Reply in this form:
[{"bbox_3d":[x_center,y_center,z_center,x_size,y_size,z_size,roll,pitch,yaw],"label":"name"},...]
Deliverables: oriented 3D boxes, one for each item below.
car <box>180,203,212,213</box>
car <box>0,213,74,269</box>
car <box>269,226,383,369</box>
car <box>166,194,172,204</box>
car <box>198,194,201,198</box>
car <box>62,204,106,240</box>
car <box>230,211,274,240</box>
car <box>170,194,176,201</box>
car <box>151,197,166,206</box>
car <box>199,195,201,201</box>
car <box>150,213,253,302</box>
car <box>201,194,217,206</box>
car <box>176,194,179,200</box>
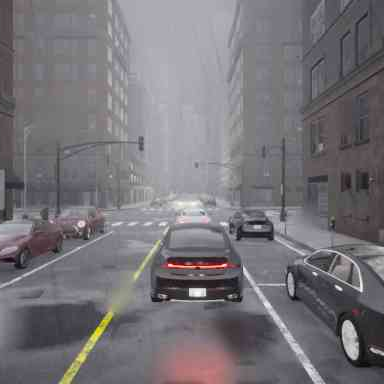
[{"bbox_3d":[0.084,1.526,17.373,1.812,1.442,4.674,0,0,-1],"label":"car"},{"bbox_3d":[-5.669,1.582,11.060,1.802,1.307,4.206,0,0,0],"label":"car"},{"bbox_3d":[2.856,1.550,5.558,2.008,1.369,4.403,0,0,0],"label":"car"},{"bbox_3d":[-5.608,1.604,64.482,2.008,1.369,4.403,0,0,0],"label":"car"},{"bbox_3d":[2.936,1.521,75.287,1.967,1.590,4.097,0,0,0],"label":"car"},{"bbox_3d":[-5.668,1.440,16.562,1.967,1.590,4.097,0,0,0],"label":"car"},{"bbox_3d":[2.857,1.566,16.561,1.947,1.339,4.313,0,0,0],"label":"car"},{"bbox_3d":[-5.578,1.623,80.537,1.752,1.417,4.829,0,0,0],"label":"car"},{"bbox_3d":[-5.629,1.616,53.665,1.802,1.307,4.206,0,0,0],"label":"car"},{"bbox_3d":[2.917,1.604,64.468,2.008,1.369,4.403,0,0,0],"label":"car"},{"bbox_3d":[0.099,1.505,8.226,1.837,1.490,4.892,0,0,0],"label":"car"},{"bbox_3d":[2.895,1.474,53.651,1.967,1.590,4.097,0,0,0],"label":"car"},{"bbox_3d":[-5.558,1.453,91.525,2.192,1.841,5.009,0,0,0],"label":"car"}]
